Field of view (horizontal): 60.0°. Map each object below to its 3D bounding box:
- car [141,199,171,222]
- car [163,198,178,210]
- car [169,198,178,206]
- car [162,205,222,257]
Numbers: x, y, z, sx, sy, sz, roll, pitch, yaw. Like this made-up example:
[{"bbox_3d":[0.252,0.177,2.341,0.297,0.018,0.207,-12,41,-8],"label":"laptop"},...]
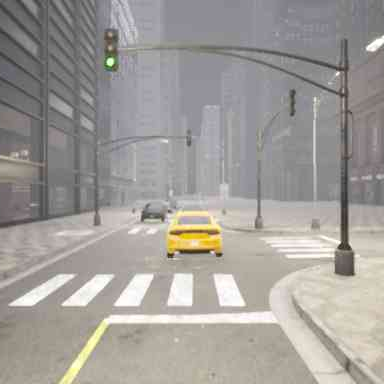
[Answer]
[{"bbox_3d":[-3.098,1.592,27.977,1.882,1.535,5.008,0,0,0],"label":"car"},{"bbox_3d":[-3.078,1.706,48.218,1.837,1.490,4.892,0,0,0],"label":"car"},{"bbox_3d":[-3.091,1.704,37.886,2.033,1.411,5.357,0,0,0],"label":"car"},{"bbox_3d":[0.086,1.507,13.126,1.882,1.535,5.008,-1,0,0],"label":"car"}]
